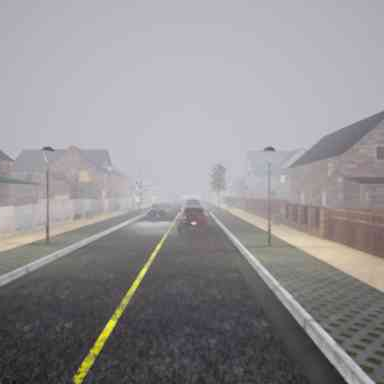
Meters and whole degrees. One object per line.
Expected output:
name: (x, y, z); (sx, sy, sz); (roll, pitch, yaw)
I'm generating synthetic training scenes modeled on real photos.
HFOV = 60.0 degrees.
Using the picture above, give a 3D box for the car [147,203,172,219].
car: (-2.826, 1.650, 29.486); (1.895, 1.301, 4.718); (0, 0, 0)

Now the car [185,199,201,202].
car: (0.106, 1.561, 41.124); (1.882, 1.535, 5.008); (0, 0, 0)

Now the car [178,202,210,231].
car: (0.102, 1.554, 20.601); (1.812, 1.442, 4.674); (0, 0, 0)
